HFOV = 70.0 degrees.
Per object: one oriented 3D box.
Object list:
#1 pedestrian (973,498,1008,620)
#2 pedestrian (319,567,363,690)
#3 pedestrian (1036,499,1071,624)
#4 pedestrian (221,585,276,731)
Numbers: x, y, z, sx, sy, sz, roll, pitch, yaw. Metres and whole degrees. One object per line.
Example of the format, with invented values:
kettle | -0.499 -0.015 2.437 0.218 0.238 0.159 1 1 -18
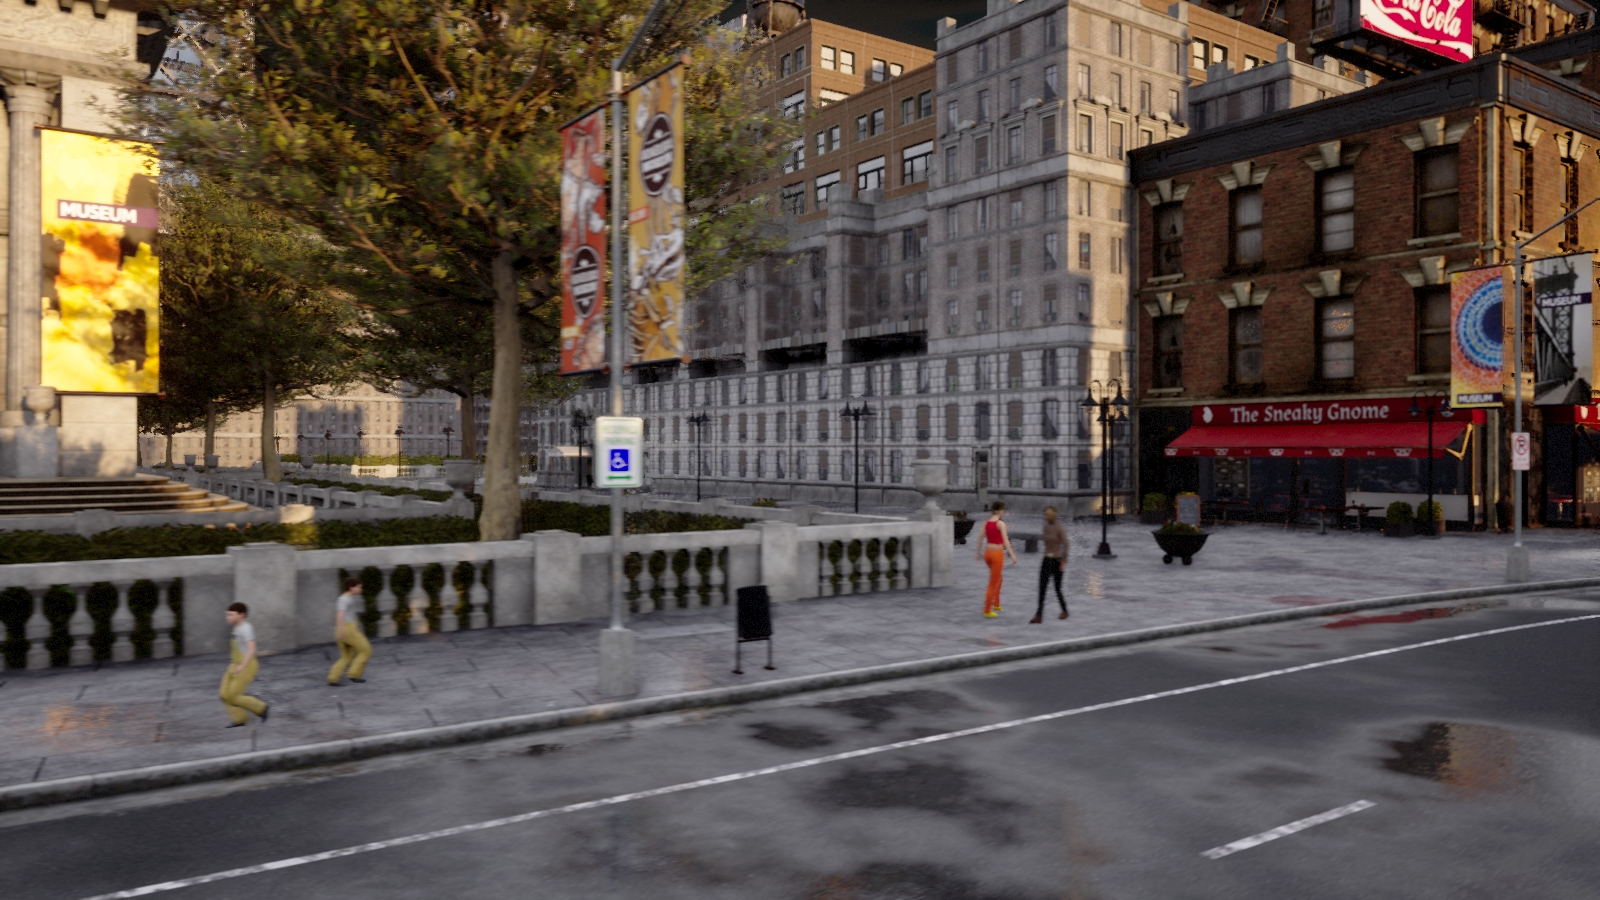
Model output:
pedestrian | 2.987 1.698 17.931 0.375 1.860 0.375 0 0 -36
pedestrian | -5.122 1.976 12.744 0.375 1.300 0.375 0 0 -35
pedestrian | 3.891 1.697 17.508 0.375 1.860 0.375 0 0 -43
pedestrian | -5.285 1.978 10.950 0.375 1.300 0.375 0 0 -43
